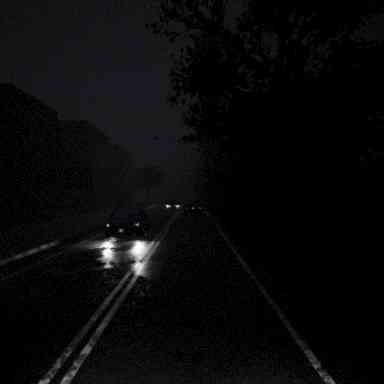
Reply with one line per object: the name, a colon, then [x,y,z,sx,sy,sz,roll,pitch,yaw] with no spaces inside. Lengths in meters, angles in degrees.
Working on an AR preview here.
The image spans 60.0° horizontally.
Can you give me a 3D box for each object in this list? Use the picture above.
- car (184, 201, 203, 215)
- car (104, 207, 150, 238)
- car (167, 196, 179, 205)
car: [0.113,1.562,33.562,2.033,1.411,5.357,0,0,0]
car: [-3.333,1.538,17.914,1.812,1.442,4.674,0,0,0]
car: [-3.282,1.489,58.381,1.882,1.535,5.008,0,0,1]
